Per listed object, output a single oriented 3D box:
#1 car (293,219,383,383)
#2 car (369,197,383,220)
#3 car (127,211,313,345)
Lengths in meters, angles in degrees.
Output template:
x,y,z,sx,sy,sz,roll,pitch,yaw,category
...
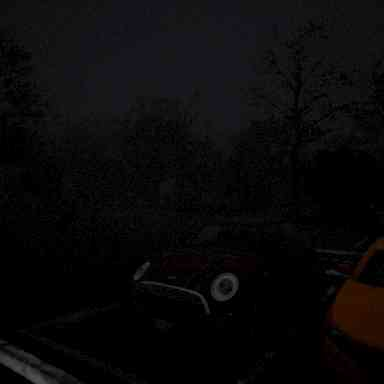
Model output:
x,y,z,sx,sy,sz,roll,pitch,yaw,category
3.349,1.442,4.820,2.097,1.535,5.008,0,0,35,car
9.653,1.190,15.342,2.435,2.045,5.566,0,0,35,car
0.877,1.307,6.582,2.185,1.767,4.553,0,0,35,car
